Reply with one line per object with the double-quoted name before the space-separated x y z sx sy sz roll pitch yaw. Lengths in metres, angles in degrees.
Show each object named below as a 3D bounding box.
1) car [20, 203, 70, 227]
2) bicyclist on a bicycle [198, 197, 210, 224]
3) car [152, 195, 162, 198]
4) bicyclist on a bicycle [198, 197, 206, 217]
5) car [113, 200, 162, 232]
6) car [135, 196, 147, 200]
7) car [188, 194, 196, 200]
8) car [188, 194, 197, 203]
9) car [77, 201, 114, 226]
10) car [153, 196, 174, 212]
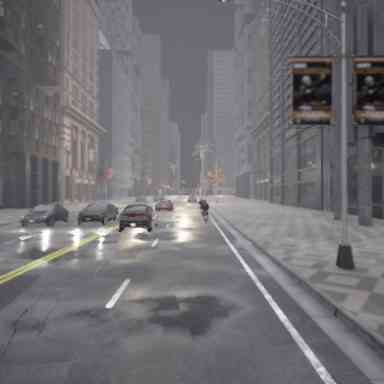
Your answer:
"car" -9.835 1.505 22.690 1.812 1.442 4.674 0 0 0
"bicyclist on a bicycle" 0.896 1.351 22.121 0.659 1.776 1.843 0 0 0
"car" -6.505 1.361 64.604 1.837 1.490 4.892 0 0 0
"bicyclist on a bicycle" 0.897 1.342 31.121 0.659 1.776 1.843 0 0 0
"car" -3.148 1.487 20.155 1.837 1.490 4.892 0 0 0
"car" -9.747 1.423 64.249 2.033 1.411 5.357 0 0 0
"car" 0.009 1.263 84.470 1.837 1.490 4.892 0 0 0
"car" 0.025 1.406 67.436 2.033 1.411 5.357 0 0 1
"car" -6.591 1.456 23.637 1.882 1.535 5.008 0 0 0
"car" -3.147 1.523 38.976 1.994 1.385 4.181 0 0 0
